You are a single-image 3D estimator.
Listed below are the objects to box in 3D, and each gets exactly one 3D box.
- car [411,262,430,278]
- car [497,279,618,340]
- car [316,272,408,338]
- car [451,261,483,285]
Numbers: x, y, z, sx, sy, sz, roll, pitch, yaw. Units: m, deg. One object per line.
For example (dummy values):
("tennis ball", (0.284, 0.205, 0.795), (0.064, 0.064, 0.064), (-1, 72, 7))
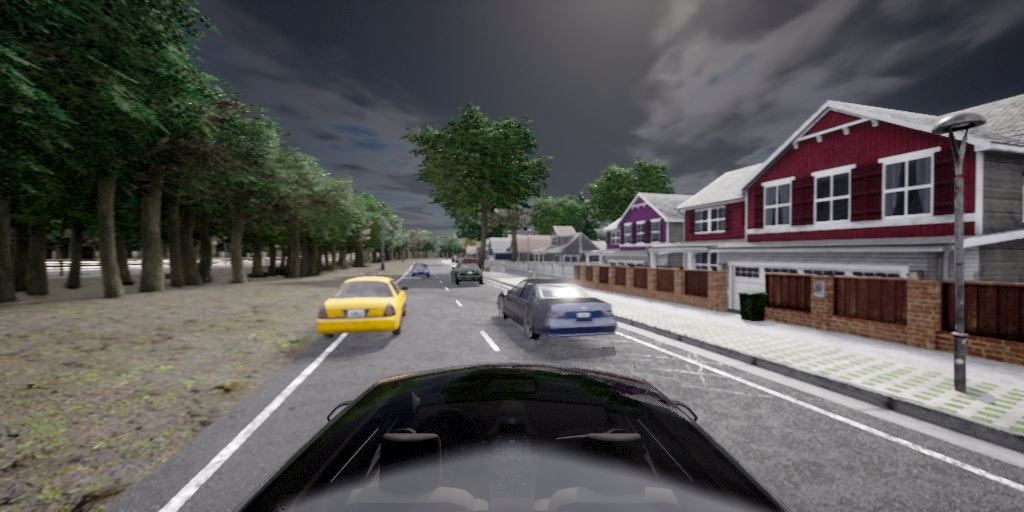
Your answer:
("car", (-9.686, 1.508, 38.048), (2.033, 1.411, 5.357), (0, 0, -15))
("car", (0.949, 1.354, 10.290), (2.033, 1.411, 5.357), (0, 0, -14))
("car", (-4.035, 1.238, 10.325), (1.801, 1.575, 5.366), (0, 0, -14))
("car", (-3.631, 1.268, 28.447), (2.097, 1.767, 4.553), (0, 0, -14))
